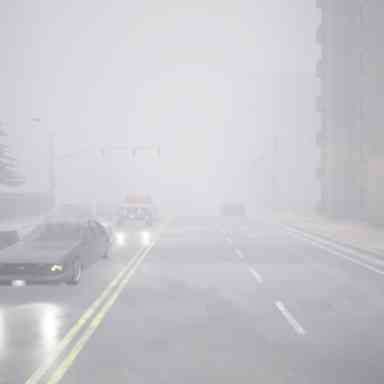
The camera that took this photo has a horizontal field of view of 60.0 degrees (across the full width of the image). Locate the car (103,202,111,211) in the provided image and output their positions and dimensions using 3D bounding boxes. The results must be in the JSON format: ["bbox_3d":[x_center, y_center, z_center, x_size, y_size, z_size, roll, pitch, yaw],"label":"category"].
[{"bbox_3d":[-7.134,1.504,27.301,1.895,1.301,4.718,0,0,0],"label":"car"}]

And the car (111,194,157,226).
[{"bbox_3d":[-3.669,1.142,22.911,2.150,2.045,5.566,0,0,0],"label":"car"}]

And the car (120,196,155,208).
[{"bbox_3d":[-7.541,1.315,45.802,5.008,1.535,1.882,0,0,38],"label":"car"}]

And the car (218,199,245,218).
[{"bbox_3d":[3.358,1.373,28.809,1.882,1.535,5.008,0,0,0],"label":"car"}]

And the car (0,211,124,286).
[{"bbox_3d":[-3.635,1.513,9.623,2.033,1.411,5.357,0,0,0],"label":"car"}]

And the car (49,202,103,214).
[{"bbox_3d":[-7.167,1.422,19.819,2.128,1.511,4.902,0,0,0],"label":"car"}]
